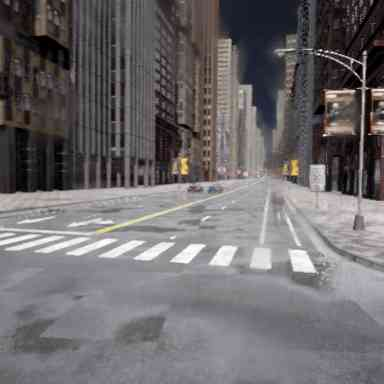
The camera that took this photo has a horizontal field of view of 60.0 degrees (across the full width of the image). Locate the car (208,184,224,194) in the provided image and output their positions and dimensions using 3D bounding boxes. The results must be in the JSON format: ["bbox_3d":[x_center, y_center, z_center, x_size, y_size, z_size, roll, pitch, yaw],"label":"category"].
[{"bbox_3d":[3.813,-0.533,52.444,2.033,1.411,5.357,1,2,13],"label":"car"}]

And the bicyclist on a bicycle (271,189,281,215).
[{"bbox_3d":[5.578,0.621,22.021,0.582,1.620,1.656,1,2,13],"label":"bicyclist on a bicycle"}]

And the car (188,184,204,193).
[{"bbox_3d":[0.651,-0.586,53.193,1.994,1.385,4.181,1,2,13],"label":"car"}]

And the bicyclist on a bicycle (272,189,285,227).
[{"bbox_3d":[4.093,0.770,15.751,0.659,1.776,1.843,1,3,14],"label":"bicyclist on a bicycle"}]
